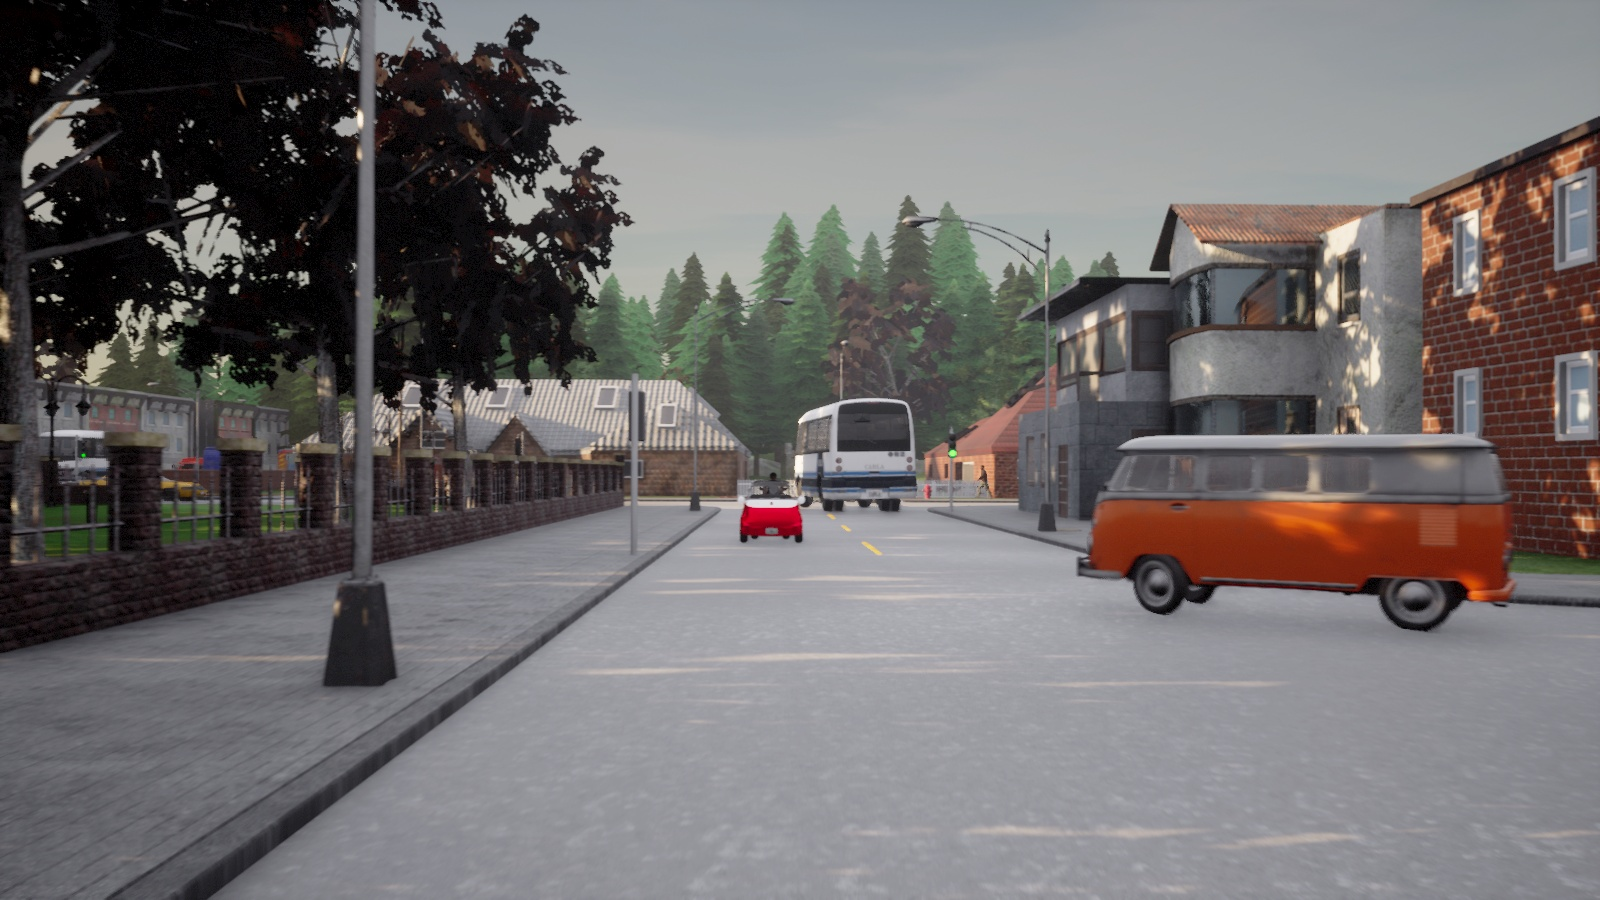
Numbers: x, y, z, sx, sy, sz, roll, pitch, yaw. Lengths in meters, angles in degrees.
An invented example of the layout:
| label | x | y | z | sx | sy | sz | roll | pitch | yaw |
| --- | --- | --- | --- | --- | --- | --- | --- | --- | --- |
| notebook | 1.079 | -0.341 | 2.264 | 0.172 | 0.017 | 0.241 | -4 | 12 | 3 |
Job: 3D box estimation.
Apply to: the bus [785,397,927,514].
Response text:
| label | x | y | z | sx | sy | sz | roll | pitch | yaw |
| --- | --- | --- | --- | --- | --- | --- | --- | --- | --- |
| bus | 2.045 | 0.298 | 51.863 | 3.944 | 4.253 | 10.273 | -1 | -1 | -8 |

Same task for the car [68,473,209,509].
| label | x | y | z | sx | sy | sz | roll | pitch | yaw |
| --- | --- | --- | --- | --- | --- | --- | --- | --- | --- |
| car | -29.816 | 1.817 | 56.698 | 5.366 | 1.575 | 1.801 | 0 | -1 | -3 |

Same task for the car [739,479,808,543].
| label | x | y | z | sx | sy | sz | roll | pitch | yaw |
| --- | --- | --- | --- | --- | --- | --- | --- | --- | --- |
| car | -0.617 | 1.343 | 28.126 | 1.481 | 1.376 | 2.207 | 0 | -1 | -2 |

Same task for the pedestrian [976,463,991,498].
| label | x | y | z | sx | sy | sz | roll | pitch | yaw |
| --- | --- | --- | --- | --- | --- | --- | --- | --- | --- |
| pedestrian | 9.717 | 1.600 | 66.452 | 0.703 | 1.840 | 0.431 | 0 | -1 | -3 |

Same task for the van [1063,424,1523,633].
| label | x | y | z | sx | sy | sz | roll | pitch | yaw |
| --- | --- | --- | --- | --- | --- | --- | --- | --- | --- |
| van | 5.359 | 0.779 | 13.883 | 4.442 | 1.987 | 1.775 | -1 | -1 | 33 |
